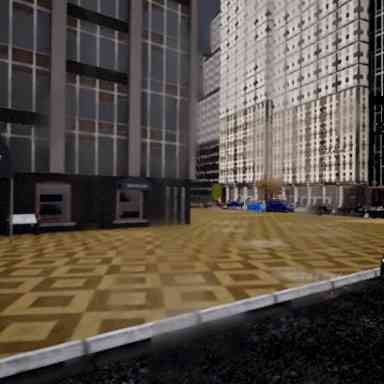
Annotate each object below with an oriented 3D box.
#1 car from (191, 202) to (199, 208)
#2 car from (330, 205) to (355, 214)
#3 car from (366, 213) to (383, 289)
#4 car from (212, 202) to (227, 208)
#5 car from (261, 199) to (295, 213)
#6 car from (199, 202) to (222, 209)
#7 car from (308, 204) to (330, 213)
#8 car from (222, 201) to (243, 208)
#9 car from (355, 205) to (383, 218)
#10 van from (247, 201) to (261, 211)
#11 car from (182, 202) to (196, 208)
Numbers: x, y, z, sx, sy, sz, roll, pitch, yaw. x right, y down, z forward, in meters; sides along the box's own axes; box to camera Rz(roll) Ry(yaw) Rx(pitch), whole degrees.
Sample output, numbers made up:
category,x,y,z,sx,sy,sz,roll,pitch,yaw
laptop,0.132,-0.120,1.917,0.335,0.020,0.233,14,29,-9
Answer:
category,x,y,z,sx,sy,sz,roll,pitch,yaw
car,1.608,2.973,75.584,1.752,1.417,4.829,0,-1,-24
car,22.936,2.475,48.329,1.947,1.339,4.313,0,-1,-24
car,6.391,1.441,7.762,4.553,1.767,2.097,1,0,-34
car,6.903,3.261,84.285,1.802,1.307,4.206,0,-1,-24
car,14.188,2.215,53.824,2.150,2.045,5.566,1,-1,-24
car,3.830,2.890,70.602,2.008,1.369,4.403,0,-1,-24
car,20.645,2.582,53.466,1.947,1.339,4.313,0,-1,-24
car,9.255,2.717,72.442,1.882,1.535,5.008,1,-1,-24
car,19.863,2.133,34.645,2.008,1.369,4.403,0,-1,-24
van,10.699,2.351,55.196,1.690,1.788,3.998,0,-1,-24
car,-0.751,3.109,80.875,1.887,1.381,4.507,0,-1,-24
